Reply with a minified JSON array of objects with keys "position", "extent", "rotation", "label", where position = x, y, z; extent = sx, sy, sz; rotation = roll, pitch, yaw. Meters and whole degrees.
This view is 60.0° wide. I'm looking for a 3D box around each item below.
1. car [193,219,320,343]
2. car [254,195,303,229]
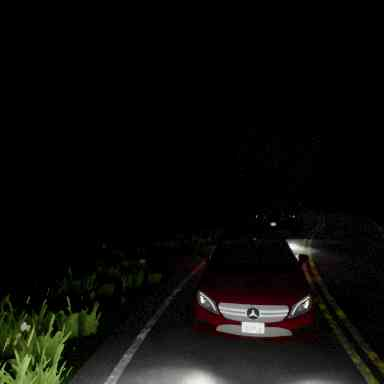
[{"position":[1.231,1.534,6.686],"extent":[1.812,1.442,4.674],"rotation":[-1,0,11],"label":"car"},{"position":[5.004,1.215,18.857],"extent":[2.150,2.045,5.566],"rotation":[-2,-1,22],"label":"car"}]
